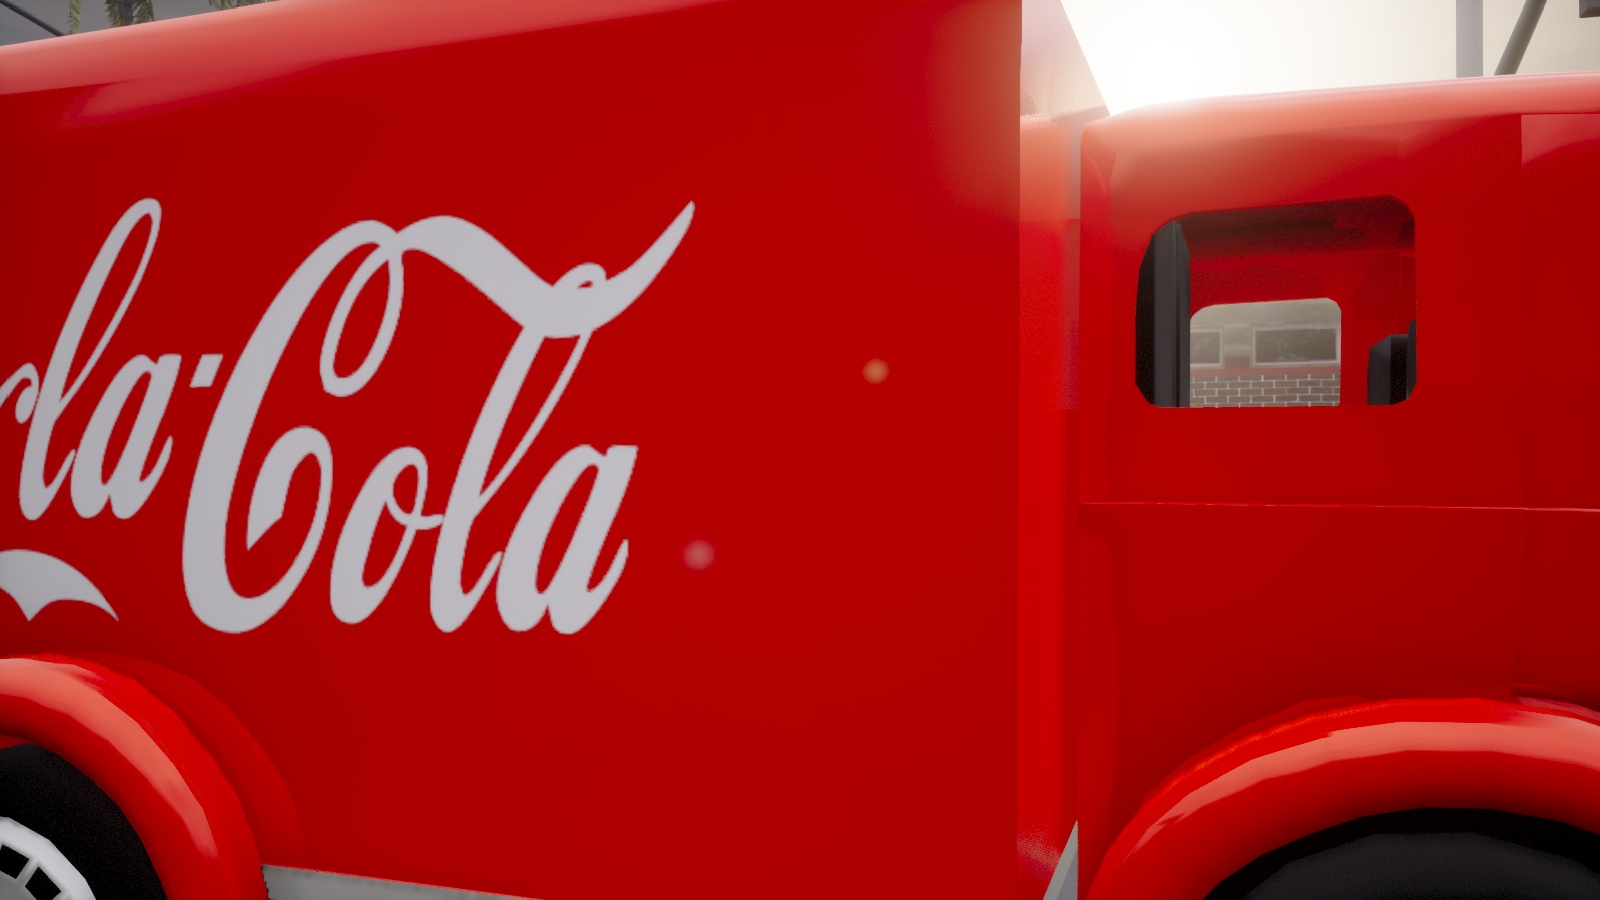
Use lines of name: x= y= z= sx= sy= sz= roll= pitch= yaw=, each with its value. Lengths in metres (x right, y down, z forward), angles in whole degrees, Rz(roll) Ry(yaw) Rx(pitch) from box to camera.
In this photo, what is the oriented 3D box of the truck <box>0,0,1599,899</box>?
truck: x=-0.068 y=0.283 z=3.233 sx=5.204 sy=2.467 sz=2.627 roll=1 pitch=1 yaw=20
